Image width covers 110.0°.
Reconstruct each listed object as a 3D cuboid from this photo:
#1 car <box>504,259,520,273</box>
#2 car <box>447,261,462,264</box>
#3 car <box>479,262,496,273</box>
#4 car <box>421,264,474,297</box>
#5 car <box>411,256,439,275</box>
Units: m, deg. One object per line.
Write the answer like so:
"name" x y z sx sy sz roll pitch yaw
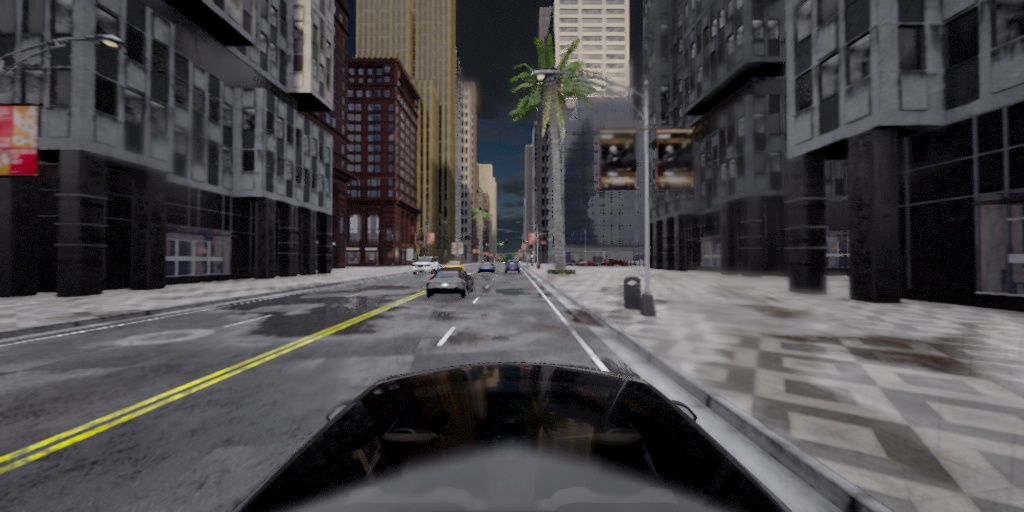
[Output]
"car" 0.078 1.377 45.894 1.812 1.442 4.674 0 0 1
"car" -6.606 1.306 40.942 1.882 1.535 5.008 0 -1 0
"car" -3.171 1.417 45.986 1.994 1.385 4.181 0 0 0
"car" -3.158 1.328 18.916 1.994 1.385 4.181 0 0 0
"car" -9.855 1.055 41.184 2.150 2.045 5.566 0 -1 0
